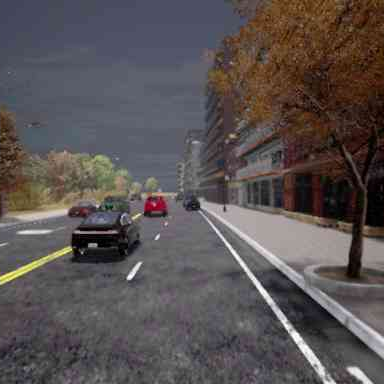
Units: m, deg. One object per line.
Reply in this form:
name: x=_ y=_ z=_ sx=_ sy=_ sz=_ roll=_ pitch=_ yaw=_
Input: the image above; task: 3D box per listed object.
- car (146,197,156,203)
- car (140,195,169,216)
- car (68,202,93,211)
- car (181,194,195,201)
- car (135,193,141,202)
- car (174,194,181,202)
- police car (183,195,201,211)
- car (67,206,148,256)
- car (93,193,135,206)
car: x=-8.856 y=1.695 z=72.583 sx=1.895 sy=1.301 sz=4.718 roll=0 pitch=0 yaw=-4
car: x=-3.679 y=1.319 z=34.517 sx=2.150 sy=2.045 sz=5.566 roll=0 pitch=0 yaw=-2
car: x=-10.281 y=1.661 z=31.575 sx=1.994 sy=1.385 sz=4.181 roll=0 pitch=0 yaw=-1
car: x=-0.283 y=1.377 z=53.482 sx=2.150 sy=2.045 sz=5.566 roll=0 pitch=0 yaw=-3
car: x=-12.139 y=1.185 z=72.989 sx=2.150 sy=2.045 sz=5.566 roll=0 pitch=0 yaw=-4
car: x=-2.801 y=1.393 z=79.546 sx=2.150 sy=2.045 sz=5.566 roll=0 pitch=0 yaw=-4
police car: x=0.149 y=1.543 z=43.517 sx=1.930 sy=1.638 sz=5.238 roll=0 pitch=0 yaw=-2
car: x=-3.248 y=1.527 z=13.244 sx=2.128 sy=1.511 sz=4.902 roll=0 pitch=0 yaw=0
car: x=-7.001 y=1.308 z=30.438 sx=2.150 sy=2.045 sz=5.566 roll=0 pitch=0 yaw=-1
